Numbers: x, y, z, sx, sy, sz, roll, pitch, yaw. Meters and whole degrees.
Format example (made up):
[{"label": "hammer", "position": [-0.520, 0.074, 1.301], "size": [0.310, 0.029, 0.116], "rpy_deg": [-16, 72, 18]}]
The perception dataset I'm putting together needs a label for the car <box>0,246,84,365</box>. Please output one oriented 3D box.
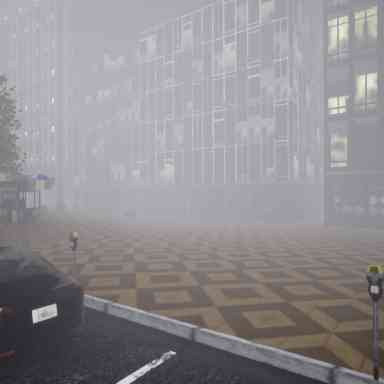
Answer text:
[{"label": "car", "position": [-3.549, 1.566, 5.405], "size": [4.313, 1.339, 1.947], "rpy_deg": [0, 0, 35]}]
